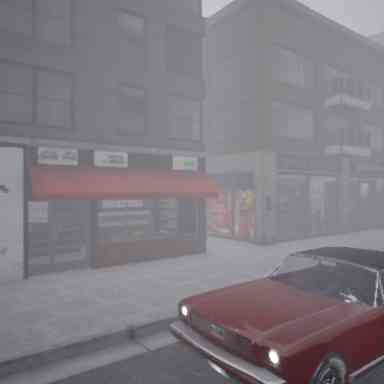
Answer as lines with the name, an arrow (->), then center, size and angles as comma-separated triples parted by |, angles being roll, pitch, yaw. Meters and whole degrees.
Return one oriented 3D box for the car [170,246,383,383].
car -> 2.068, 1.571, 4.855 | 4.718, 1.301, 1.895 | 0, 0, -36
